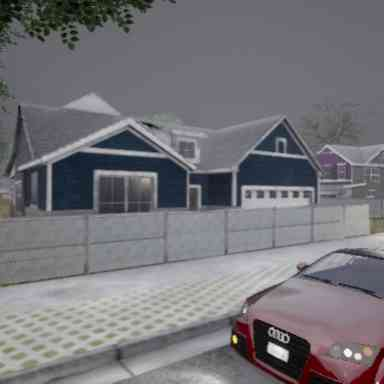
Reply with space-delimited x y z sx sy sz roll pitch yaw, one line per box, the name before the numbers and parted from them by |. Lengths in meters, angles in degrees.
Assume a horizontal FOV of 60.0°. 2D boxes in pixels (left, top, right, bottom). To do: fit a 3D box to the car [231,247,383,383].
car | 2.573 1.564 4.781 4.181 1.385 1.994 0 0 -35
